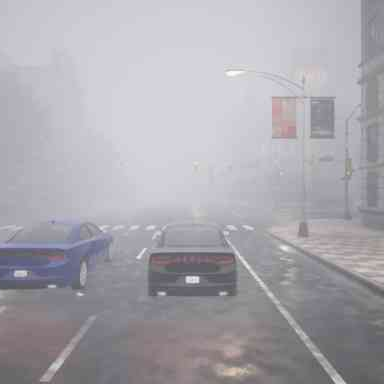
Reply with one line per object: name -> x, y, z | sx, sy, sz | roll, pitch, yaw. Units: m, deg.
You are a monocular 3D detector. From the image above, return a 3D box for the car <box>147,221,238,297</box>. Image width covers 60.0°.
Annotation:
car -> 0.007, 1.478, 8.651 | 1.882, 1.535, 5.008 | 0, 0, 0

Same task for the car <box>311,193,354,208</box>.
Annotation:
car -> 19.583, 1.221, 46.347 | 5.566, 2.045, 2.150 | 0, 0, 0

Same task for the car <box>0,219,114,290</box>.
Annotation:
car -> -3.489, 1.478, 9.118 | 1.882, 1.535, 5.008 | 0, 0, -2
